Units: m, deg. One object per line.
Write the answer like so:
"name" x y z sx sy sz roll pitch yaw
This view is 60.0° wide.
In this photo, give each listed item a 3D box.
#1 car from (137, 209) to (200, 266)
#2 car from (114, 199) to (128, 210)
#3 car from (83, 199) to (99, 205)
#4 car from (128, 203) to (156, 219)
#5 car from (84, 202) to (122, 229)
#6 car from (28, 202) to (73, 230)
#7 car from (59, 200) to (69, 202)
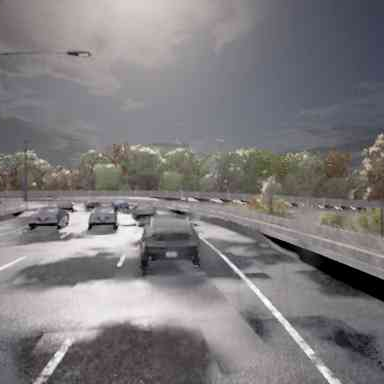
"car" -0.838 1.549 11.831 1.837 1.490 4.892 0 0 -6
"car" -9.877 1.727 45.571 1.812 1.442 4.674 0 0 -24
"car" -13.527 1.722 45.169 1.837 1.490 4.892 0 0 -24
"car" -4.378 1.688 30.286 1.994 1.385 4.181 0 0 -16
"car" -5.937 1.652 22.479 2.033 1.411 5.357 0 0 -12
"car" -9.398 1.666 22.158 2.033 1.411 5.357 0 0 -13
"car" -16.925 1.793 44.174 1.994 1.385 4.181 0 0 -24
